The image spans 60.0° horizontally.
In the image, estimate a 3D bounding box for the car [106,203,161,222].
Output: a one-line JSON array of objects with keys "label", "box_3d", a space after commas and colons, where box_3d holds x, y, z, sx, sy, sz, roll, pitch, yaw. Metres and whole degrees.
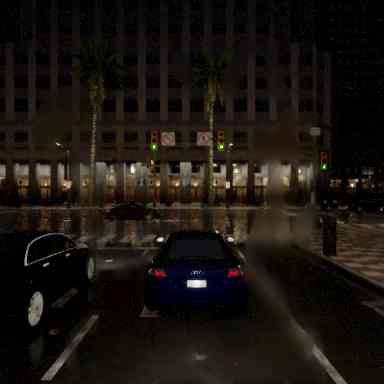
[{"label": "car", "box_3d": [-4.527, 1.585, 25.992, 4.181, 1.385, 1.994, 0, 0, -2]}]

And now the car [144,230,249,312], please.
[{"label": "car", "box_3d": [0.087, 1.564, 7.789, 1.994, 1.385, 4.181, 0, 0, 0]}]

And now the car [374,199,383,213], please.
[{"label": "car", "box_3d": [21.373, 1.504, 33.253, 4.892, 1.490, 1.837, 0, 0, 0]}]

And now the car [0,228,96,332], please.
[{"label": "car", "box_3d": [-3.419, 1.505, 6.785, 1.837, 1.490, 4.892, 0, 0, 0]}]

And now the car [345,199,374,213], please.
[{"label": "car", "box_3d": [19.522, 1.488, 36.766, 4.902, 1.511, 2.128, 0, 0, 0]}]
